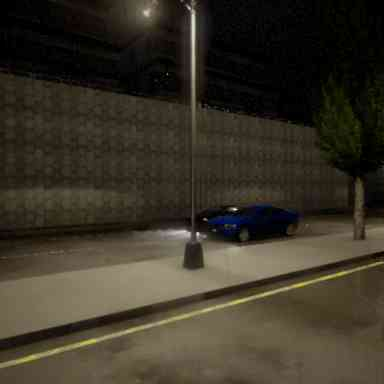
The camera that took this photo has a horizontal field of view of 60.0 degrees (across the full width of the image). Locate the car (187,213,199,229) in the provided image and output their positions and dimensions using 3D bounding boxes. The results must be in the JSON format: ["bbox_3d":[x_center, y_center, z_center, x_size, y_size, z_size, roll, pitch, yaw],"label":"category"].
[{"bbox_3d":[1.773,1.468,19.377,4.181,1.385,1.994,-1,0,-35],"label":"car"}]

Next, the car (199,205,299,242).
[{"bbox_3d":[3.015,1.390,15.966,5.008,1.535,1.882,-1,0,-35],"label":"car"}]
